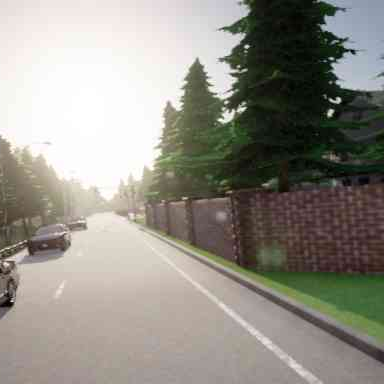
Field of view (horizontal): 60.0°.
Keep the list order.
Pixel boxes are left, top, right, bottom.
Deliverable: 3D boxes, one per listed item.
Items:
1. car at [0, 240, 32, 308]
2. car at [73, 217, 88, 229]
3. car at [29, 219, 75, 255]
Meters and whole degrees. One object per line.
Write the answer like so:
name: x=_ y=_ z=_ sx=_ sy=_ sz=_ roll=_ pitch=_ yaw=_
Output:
car: x=-4.964 y=2.097 z=6.667 sx=2.033 sy=1.411 sz=5.357 roll=-5 pitch=-2 yaw=-15
car: x=-13.633 y=3.771 z=40.058 sx=2.033 sy=1.411 sz=5.357 roll=-5 pitch=-2 yaw=-15
car: x=-8.484 y=2.702 z=20.074 sx=1.882 sy=1.535 sz=5.008 roll=-5 pitch=-1 yaw=-15
